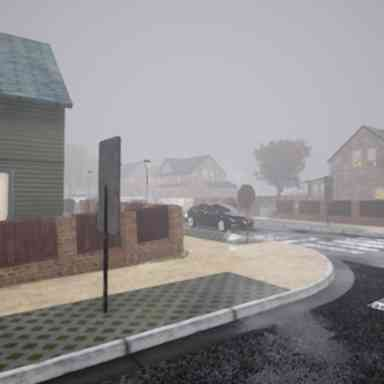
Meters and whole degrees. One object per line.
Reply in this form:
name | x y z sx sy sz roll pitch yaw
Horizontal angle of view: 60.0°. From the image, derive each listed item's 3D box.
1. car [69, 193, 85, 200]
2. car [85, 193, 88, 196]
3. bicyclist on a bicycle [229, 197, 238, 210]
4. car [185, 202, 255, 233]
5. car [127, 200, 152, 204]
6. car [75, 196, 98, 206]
car | -18.248 1.187 53.570 2.150 2.045 5.566 1 -1 -34
car | -12.497 1.312 45.044 2.097 1.767 4.553 1 -1 -33
bicyclist on a bicycle | 3.268 1.269 26.775 1.656 1.620 0.582 1 0 -34
car | 1.452 1.376 18.947 1.837 1.490 4.892 1 -1 -34
car | -4.331 1.383 27.606 2.128 1.511 4.902 1 -1 -34
car | -11.274 1.459 38.017 2.033 1.411 5.357 1 -1 -34
